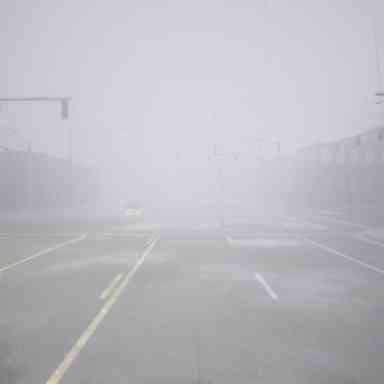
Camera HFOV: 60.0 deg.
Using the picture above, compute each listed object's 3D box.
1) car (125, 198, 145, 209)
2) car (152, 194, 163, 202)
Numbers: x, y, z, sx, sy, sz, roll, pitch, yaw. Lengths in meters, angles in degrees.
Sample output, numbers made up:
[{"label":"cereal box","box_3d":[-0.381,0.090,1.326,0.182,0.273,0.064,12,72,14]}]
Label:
[{"label":"car","box_3d":[-7.057,1.440,41.671,1.994,1.385,4.181,0,1,0]},{"label":"car","box_3d":[-7.089,1.217,68.926,1.882,1.535,5.008,0,0,0]}]
